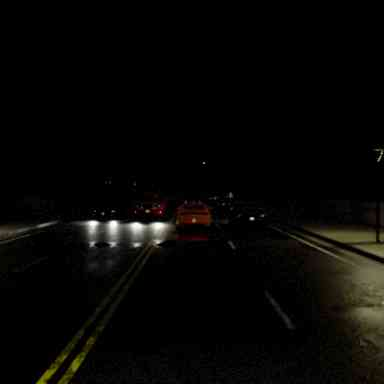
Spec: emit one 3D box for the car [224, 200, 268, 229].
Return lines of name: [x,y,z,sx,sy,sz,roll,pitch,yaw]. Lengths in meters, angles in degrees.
car: [3.356,1.441,20.631,1.994,1.385,4.181,0,0,0]

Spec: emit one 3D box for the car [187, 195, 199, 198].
car: [0.111,1.122,37.851,2.097,1.767,4.553,0,0,0]

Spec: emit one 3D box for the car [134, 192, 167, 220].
car: [-3.244,1.043,27.069,2.150,2.045,5.566,0,0,0]

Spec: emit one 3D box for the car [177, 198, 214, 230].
car: [0.105,1.357,20.195,1.882,1.535,5.008,0,0,0]

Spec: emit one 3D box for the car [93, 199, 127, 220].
car: [-6.499,1.350,26.716,1.837,1.490,4.892,0,0,0]

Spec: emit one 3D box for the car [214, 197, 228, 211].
car: [3.345,1.321,37.453,2.033,1.411,5.357,0,0,0]
